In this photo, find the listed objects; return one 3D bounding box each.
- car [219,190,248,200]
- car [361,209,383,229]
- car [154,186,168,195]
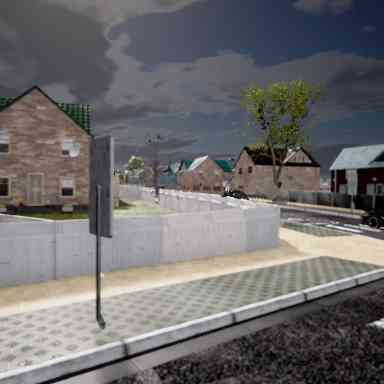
[{"bbox_3d":[4.514,0.512,37.235,1.837,1.490,4.892,1,1,-18],"label":"car"},{"bbox_3d":[11.206,1.297,17.365,4.181,1.385,1.994,2,3,39],"label":"car"},{"bbox_3d":[-5.429,-0.300,57.467,1.882,1.535,5.008,0,2,-19],"label":"car"}]
